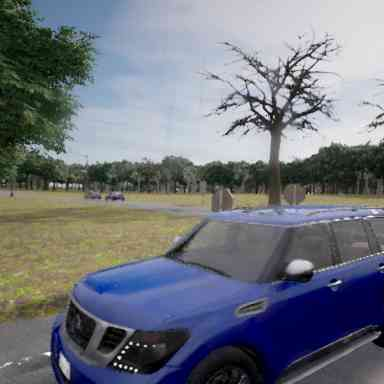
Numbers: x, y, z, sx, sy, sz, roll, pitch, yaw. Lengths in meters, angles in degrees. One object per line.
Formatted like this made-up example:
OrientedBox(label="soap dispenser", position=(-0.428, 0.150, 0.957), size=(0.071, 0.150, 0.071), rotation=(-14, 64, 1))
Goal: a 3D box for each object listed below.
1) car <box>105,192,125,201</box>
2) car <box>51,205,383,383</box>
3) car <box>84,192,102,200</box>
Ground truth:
OrientedBox(label="car", position=(-12.023, 0.688, 52.089), size=(1.812, 1.442, 4.674), rotation=(2, -1, -35))
OrientedBox(label="car", position=(1.089, 1.240, 4.647), size=(5.566, 2.045, 2.150), rotation=(0, 0, -36))
OrientedBox(label="car", position=(-17.975, 0.661, 60.284), size=(2.033, 1.411, 5.357), rotation=(2, -1, -36))
